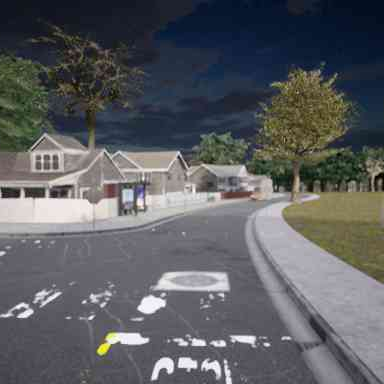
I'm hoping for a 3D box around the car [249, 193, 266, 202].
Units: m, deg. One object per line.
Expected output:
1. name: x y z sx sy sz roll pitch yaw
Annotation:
1. car: 11.329 0.881 57.230 1.882 1.535 5.008 1 1 27
